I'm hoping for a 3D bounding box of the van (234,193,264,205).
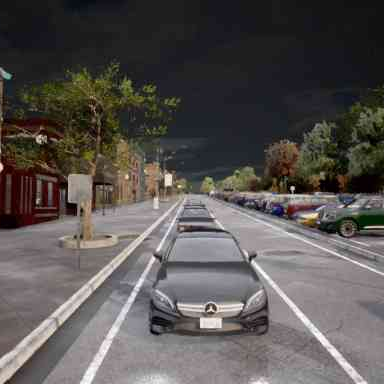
[{"bbox_3d":[9.136,1.089,53.513,4.442,1.987,1.878,0,1,0],"label":"van"}]

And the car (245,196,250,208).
[{"bbox_3d":[9.116,1.466,39.496,4.674,1.452,2.002,0,0,0],"label":"car"}]

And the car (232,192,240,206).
[{"bbox_3d":[9.031,1.113,47.905,5.566,2.045,2.435,0,1,0],"label":"car"}]

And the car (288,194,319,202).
[{"bbox_3d":[21.830,1.209,65.217,5.366,1.575,1.946,0,0,0],"label":"car"}]

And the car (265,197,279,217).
[{"bbox_3d":[9.194,1.460,28.276,5.008,1.535,2.097,0,0,0],"label":"car"}]

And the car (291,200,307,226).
[{"bbox_3d":[9.074,1.466,19.866,5.366,1.575,1.946,0,0,0],"label":"car"}]

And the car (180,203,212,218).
[{"bbox_3d":[0.192,1.532,17.436,2.033,1.411,5.357,0,0,0],"label":"car"}]

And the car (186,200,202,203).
[{"bbox_3d":[0.218,1.442,29.884,2.128,1.511,4.902,0,0,0],"label":"car"}]

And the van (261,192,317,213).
[{"bbox_3d":[9.062,1.230,31.082,4.442,1.987,1.878,0,0,0],"label":"van"}]

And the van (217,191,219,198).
[{"bbox_3d":[8.722,0.864,78.740,4.442,1.987,1.878,0,1,0],"label":"van"}]

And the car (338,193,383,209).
[{"bbox_3d":[22.145,1.153,43.011,5.566,2.045,2.435,0,0,0],"label":"car"}]

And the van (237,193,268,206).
[{"bbox_3d":[9.156,1.114,50.710,4.442,1.987,1.878,0,1,0],"label":"van"}]

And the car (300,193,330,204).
[{"bbox_3d":[22.086,1.136,59.668,4.553,1.767,2.185,0,1,0],"label":"car"}]

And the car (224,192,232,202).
[{"bbox_3d":[8.956,1.280,61.924,4.674,1.452,2.002,0,1,0],"label":"car"}]

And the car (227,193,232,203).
[{"bbox_3d":[8.993,1.290,56.318,4.892,1.521,2.231,0,1,0],"label":"car"}]

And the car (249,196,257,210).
[{"bbox_3d":[9.168,1.470,36.689,4.792,1.488,2.163,0,0,0],"label":"car"}]

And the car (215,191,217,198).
[{"bbox_3d":[8.814,1.065,81.545,5.008,1.535,2.097,0,1,0],"label":"car"}]

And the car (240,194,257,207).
[{"bbox_3d":[9.105,1.409,42.299,4.892,1.521,2.231,0,0,0],"label":"car"}]

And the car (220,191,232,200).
[{"bbox_3d":[8.910,0.963,64.725,5.566,2.045,2.435,0,1,0],"label":"car"}]

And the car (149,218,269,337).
[{"bbox_3d":[0.252,1.524,6.857,1.812,1.442,4.674,0,0,0],"label":"car"}]

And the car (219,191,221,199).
[{"bbox_3d":[8.891,0.938,67.528,5.566,2.045,2.435,0,1,0],"label":"car"}]

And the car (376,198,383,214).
[{"bbox_3d":[22.418,1.444,34.684,5.366,1.575,1.946,0,0,0],"label":"car"}]

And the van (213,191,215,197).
[{"bbox_3d":[8.642,0.764,89.952,4.442,1.987,1.878,0,1,0],"label":"van"}]

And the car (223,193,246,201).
[{"bbox_3d":[8.868,1.039,70.332,4.553,1.767,2.185,0,1,0],"label":"car"}]

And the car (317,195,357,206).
[{"bbox_3d":[22.301,1.332,51.341,5.366,1.575,1.946,0,1,0],"label":"car"}]

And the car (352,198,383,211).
[{"bbox_3d":[22.222,1.452,40.238,4.792,1.488,2.163,0,0,0],"label":"car"}]

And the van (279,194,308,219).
[{"bbox_3d":[9.336,1.237,25.474,4.442,1.987,1.878,0,0,0],"label":"van"}]

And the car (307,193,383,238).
[{"bbox_3d":[9.251,1.221,17.063,5.566,2.045,2.435,0,0,0],"label":"car"}]

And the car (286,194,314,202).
[{"bbox_3d":[22.001,1.188,67.995,4.892,1.521,2.231,0,1,0],"label":"car"}]

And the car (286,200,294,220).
[{"bbox_3d":[9.242,1.506,22.670,4.674,1.452,2.002,0,0,0],"label":"car"}]

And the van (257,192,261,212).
[{"bbox_3d":[9.276,1.222,33.886,4.442,1.987,1.878,0,0,0],"label":"van"}]

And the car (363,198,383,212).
[{"bbox_3d":[22.184,1.469,37.455,4.792,1.488,2.163,0,0,0],"label":"car"}]

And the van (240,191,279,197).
[{"bbox_3d":[9.196,1.163,45.106,4.442,1.987,1.878,0,0,0],"label":"van"}]
